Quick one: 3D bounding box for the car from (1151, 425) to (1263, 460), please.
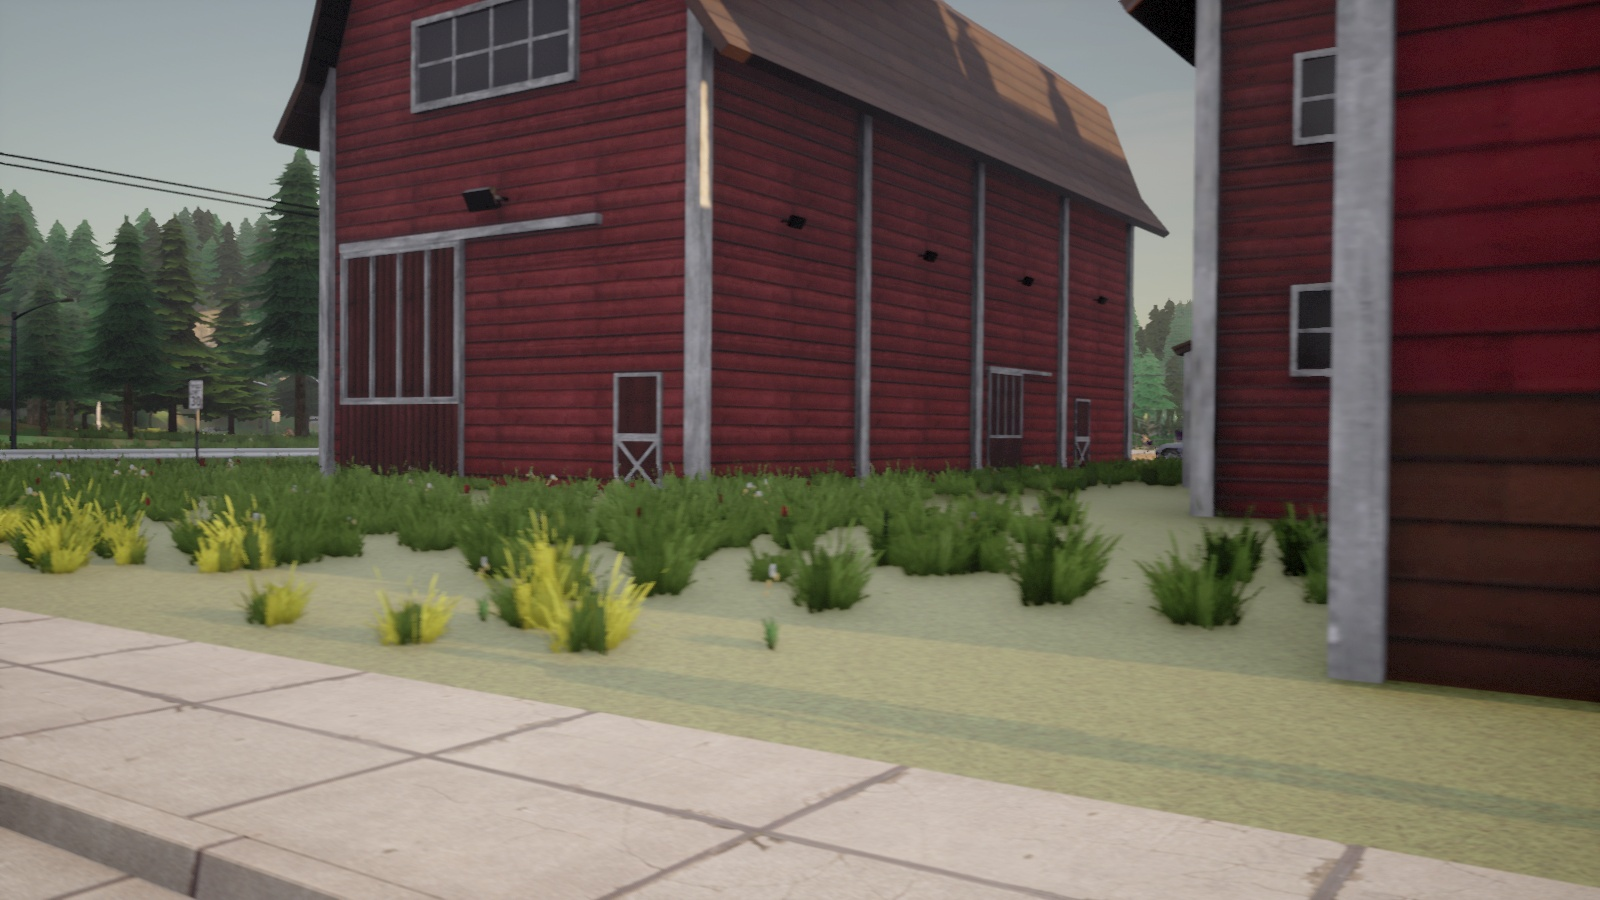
[{"bbox_3d":[19.964,-0.392,61.661,4.856,1.649,2.033,0,1,34],"label":"car"}]
